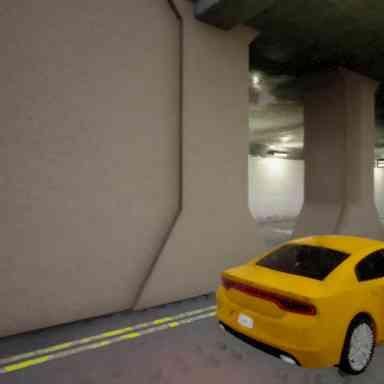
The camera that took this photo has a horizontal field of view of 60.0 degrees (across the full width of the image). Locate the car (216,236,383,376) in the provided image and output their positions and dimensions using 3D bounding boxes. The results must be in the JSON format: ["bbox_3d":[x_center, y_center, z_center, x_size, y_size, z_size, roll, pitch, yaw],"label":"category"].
[{"bbox_3d":[2.698,1.494,5.672,5.008,1.535,1.882,0,0,-36],"label":"car"}]
